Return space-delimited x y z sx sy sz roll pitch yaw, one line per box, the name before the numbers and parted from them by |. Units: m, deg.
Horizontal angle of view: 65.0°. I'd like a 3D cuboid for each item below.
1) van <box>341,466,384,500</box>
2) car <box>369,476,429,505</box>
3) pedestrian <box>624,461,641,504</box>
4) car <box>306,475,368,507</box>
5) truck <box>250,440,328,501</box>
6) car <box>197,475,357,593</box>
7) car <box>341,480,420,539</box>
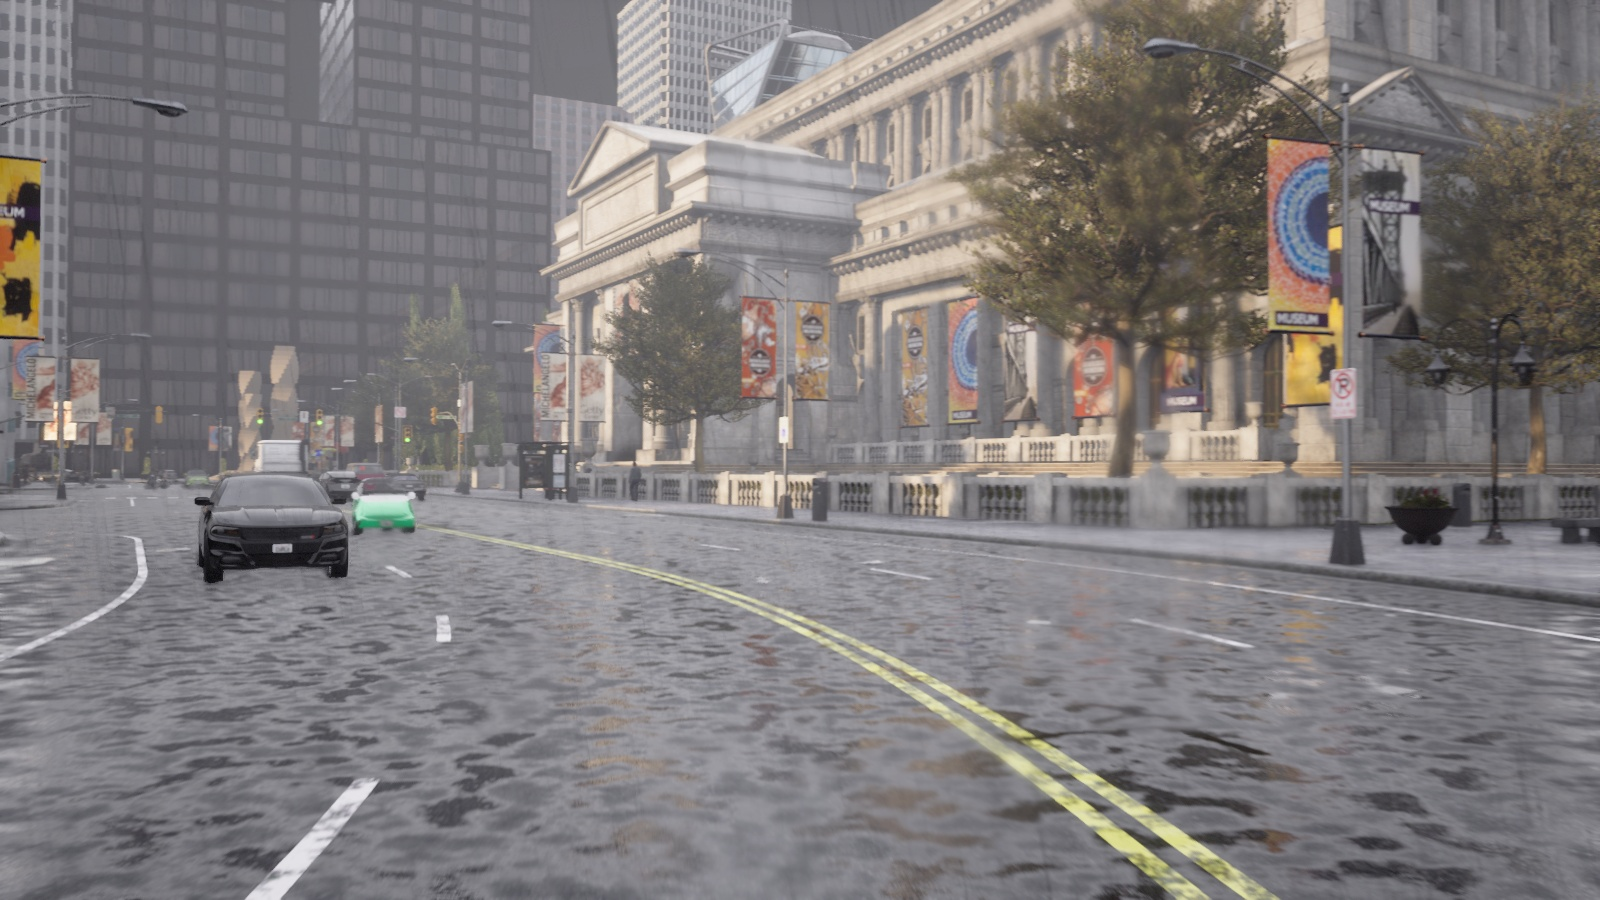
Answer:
van | -26.232 1.953 75.181 1.775 1.987 4.442 0 -1 -28
car | -20.858 2.055 65.186 2.033 1.411 5.357 0 -1 -28
pedestrian | -7.597 1.461 56.899 0.423 1.949 0.788 0 -1 -34
car | -22.402 1.939 60.671 2.163 1.488 4.792 0 -1 -28
truck | -30.963 1.254 75.918 2.891 3.462 7.936 0 -1 -33
car | -8.090 1.152 19.163 1.882 1.535 5.008 0 -1 -27
car | -10.332 1.436 30.845 1.481 1.376 2.207 0 -1 -28
